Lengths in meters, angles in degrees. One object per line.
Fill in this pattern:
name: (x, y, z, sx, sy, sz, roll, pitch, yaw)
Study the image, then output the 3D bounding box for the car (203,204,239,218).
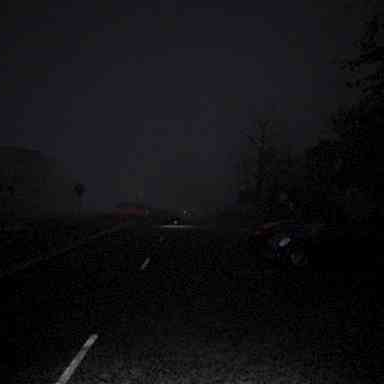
car: (4.570, 3.072, 53.044, 5.566, 2.045, 2.435, 1, -3, -1)

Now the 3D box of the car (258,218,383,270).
car: (5.106, 1.815, 12.464, 4.553, 1.767, 2.185, 1, -1, 0)

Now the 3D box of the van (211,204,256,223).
van: (4.703, 2.356, 36.423, 4.442, 1.987, 1.878, 1, -2, -1)

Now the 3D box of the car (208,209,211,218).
car: (4.967, 2.692, 39.210, 5.366, 1.575, 1.946, 1, -2, -1)

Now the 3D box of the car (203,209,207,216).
car: (4.660, 2.799, 47.589, 5.566, 2.045, 2.435, 1, -3, -1)

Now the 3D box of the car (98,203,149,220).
car: (-7.642, 2.316, 36.929, 5.366, 1.575, 1.946, 1, -2, -1)

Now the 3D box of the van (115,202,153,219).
van: (-7.406, 2.339, 42.891, 4.442, 1.987, 1.878, 1, -2, -1)

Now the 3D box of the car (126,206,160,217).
car: (-7.652, 2.989, 51.977, 5.008, 1.535, 2.097, 1, -3, -1)

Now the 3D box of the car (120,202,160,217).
car: (-7.574, 2.591, 49.077, 5.566, 2.045, 2.435, 1, -3, -1)

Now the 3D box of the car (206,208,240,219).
car: (4.630, 3.189, 50.366, 4.892, 1.521, 2.231, 1, -3, -1)

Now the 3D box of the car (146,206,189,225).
car: (-2.444, 2.317, 31.669, 2.033, 1.411, 5.357, 2, -2, -23)

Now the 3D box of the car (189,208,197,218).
car: (-0.401, 2.951, 46.930, 1.812, 1.442, 4.674, 1, -3, -1)

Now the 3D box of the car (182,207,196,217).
car: (-0.533, 3.417, 56.792, 2.128, 1.511, 4.902, 1, -3, 2)

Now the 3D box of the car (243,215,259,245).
car: (5.022, 2.047, 15.630, 4.674, 1.452, 2.002, 1, -1, -1)

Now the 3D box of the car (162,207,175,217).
car: (-3.774, 3.222, 53.879, 1.812, 1.442, 4.674, 1, -3, -1)
